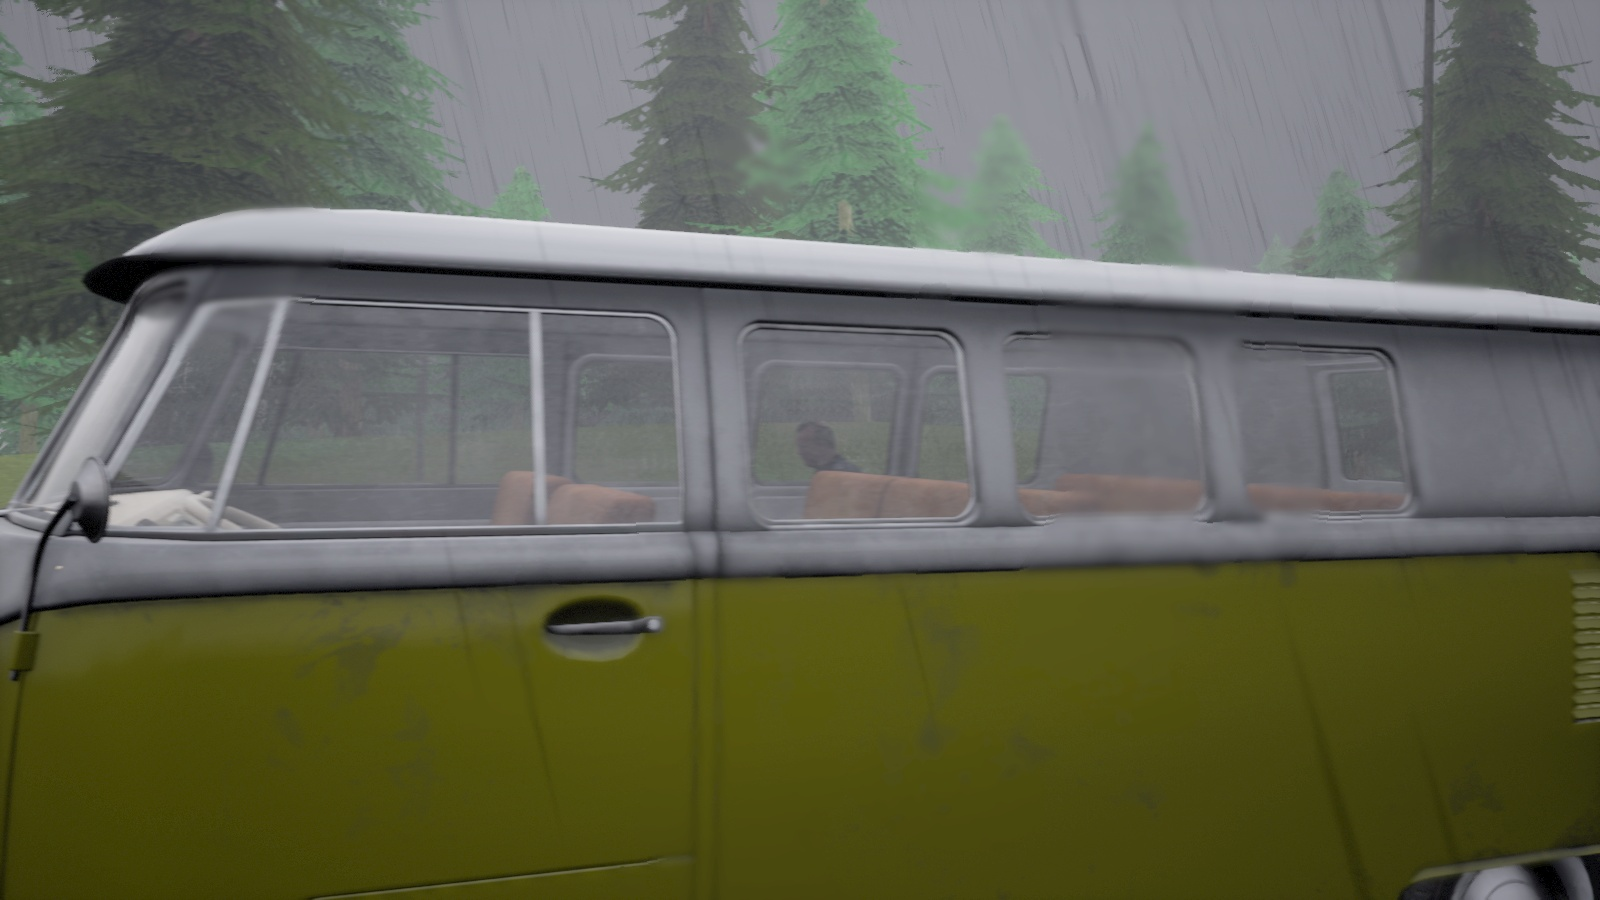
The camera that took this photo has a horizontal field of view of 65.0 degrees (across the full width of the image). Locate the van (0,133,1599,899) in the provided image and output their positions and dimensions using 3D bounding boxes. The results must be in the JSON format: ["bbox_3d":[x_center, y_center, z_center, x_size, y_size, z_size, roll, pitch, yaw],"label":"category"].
[{"bbox_3d":[0.269,0.493,3.338,4.442,1.987,1.775,-1,1,-21],"label":"van"}]
